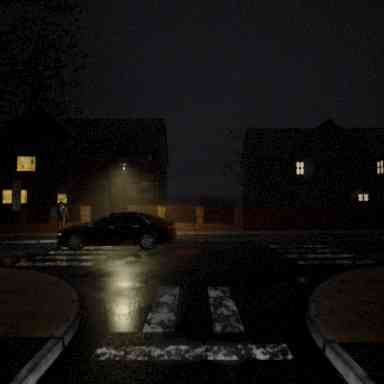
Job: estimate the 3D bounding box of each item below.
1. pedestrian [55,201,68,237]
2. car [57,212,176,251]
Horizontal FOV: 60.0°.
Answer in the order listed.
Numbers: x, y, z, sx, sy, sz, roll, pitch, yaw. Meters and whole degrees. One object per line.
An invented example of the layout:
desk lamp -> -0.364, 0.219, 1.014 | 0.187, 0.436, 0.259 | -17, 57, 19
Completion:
pedestrian -> -6.706, 1.357, 16.968 | 0.375, 1.860, 0.375 | 0, -1, 1
car -> -3.120, 1.613, 13.999 | 4.892, 1.490, 1.837 | -1, -1, 1
